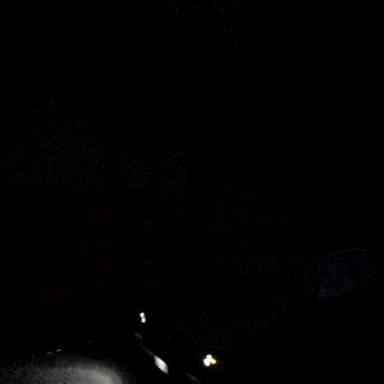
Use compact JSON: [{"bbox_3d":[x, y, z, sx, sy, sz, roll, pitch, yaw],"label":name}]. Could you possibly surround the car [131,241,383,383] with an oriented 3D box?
[{"bbox_3d":[1.817,1.557,5.294,5.357,1.411,2.033,0,0,-36],"label":"car"}]
